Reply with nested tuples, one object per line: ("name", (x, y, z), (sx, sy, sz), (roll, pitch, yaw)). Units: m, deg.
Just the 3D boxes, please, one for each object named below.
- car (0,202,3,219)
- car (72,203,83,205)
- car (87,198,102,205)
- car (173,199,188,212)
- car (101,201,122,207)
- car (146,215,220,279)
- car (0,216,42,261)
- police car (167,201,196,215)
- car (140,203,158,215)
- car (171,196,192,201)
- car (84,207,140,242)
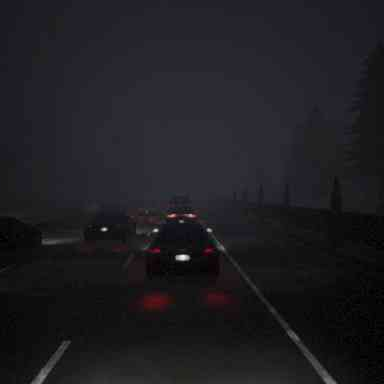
("car", (-18.665, 1.673, 28.687), (2.128, 1.511, 4.902), (0, 0, -2))
("car", (-23.665, 1.660, 70.106), (2.150, 2.045, 5.566), (0, 0, -2))
("car", (-20.104, 1.977, 68.603), (1.994, 1.385, 4.181), (0, 0, -2))
("car", (-1.538, 1.723, 43.849), (1.801, 1.575, 5.366), (0, 0, -2))
("car", (-8.143, 1.733, 33.548), (1.812, 1.442, 4.674), (0, -1, -2))
("car", (-0.289, 1.627, 10.316), (1.994, 1.385, 4.181), (0, 0, -2))
("car", (-7.344, 1.605, 12.445), (1.812, 1.442, 4.674), (0, 0, -2))
("police car", (-0.723, 1.646, 22.611), (2.038, 1.542, 4.974), (0, 0, -2))
("car", (-4.764, 1.826, 36.718), (1.895, 1.301, 4.718), (0, 0, -2))
("car", (-1.121, 1.422, 32.944), (2.150, 2.045, 5.566), (0, 0, -2))
("car", (-4.010, 1.669, 16.895), (1.994, 1.385, 4.181), (0, 0, -2))
